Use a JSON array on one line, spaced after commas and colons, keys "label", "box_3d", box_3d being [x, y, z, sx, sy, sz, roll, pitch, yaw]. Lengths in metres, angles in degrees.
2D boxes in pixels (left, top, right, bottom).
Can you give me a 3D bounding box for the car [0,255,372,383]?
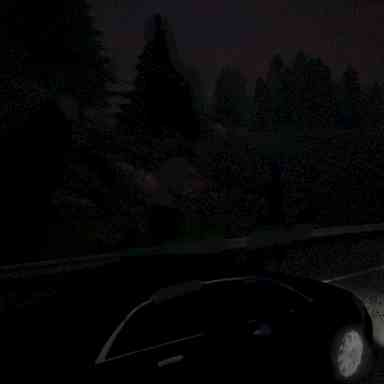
[{"label": "car", "box_3d": [0.111, 1.495, 3.742, 4.892, 1.490, 1.837, 0, 0, -35]}]
